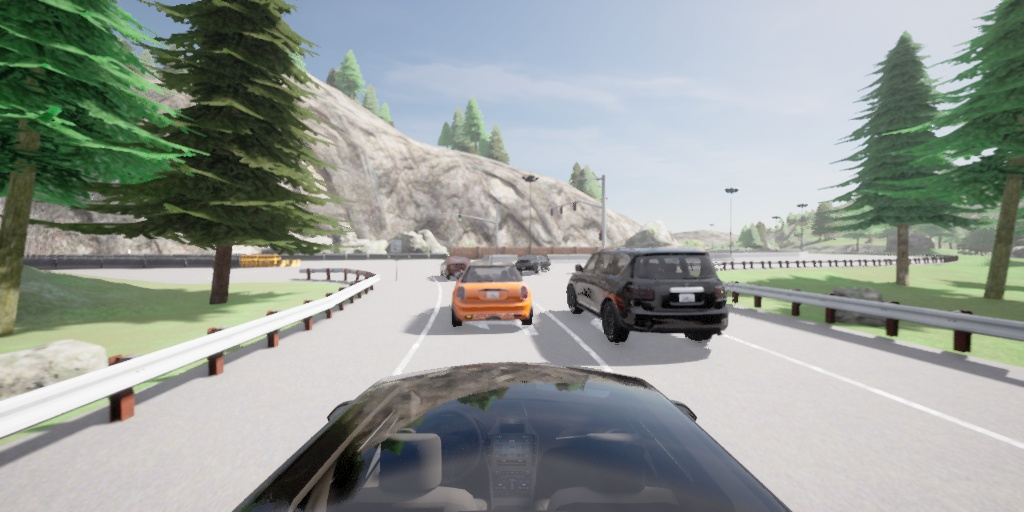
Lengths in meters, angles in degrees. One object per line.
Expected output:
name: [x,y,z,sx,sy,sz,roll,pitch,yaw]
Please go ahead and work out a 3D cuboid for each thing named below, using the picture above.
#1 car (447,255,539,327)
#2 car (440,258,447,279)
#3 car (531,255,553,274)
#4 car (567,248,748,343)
car: [-0.694,0.913,10.913,2.097,1.767,4.553,0,2,-6]
car: [-3.932,0.741,25.415,1.882,1.535,5.008,0,1,-18]
car: [1.923,0.657,30.139,1.837,1.490,4.892,-2,0,25]
car: [3.020,0.807,9.302,2.150,2.045,5.566,0,1,-5]
